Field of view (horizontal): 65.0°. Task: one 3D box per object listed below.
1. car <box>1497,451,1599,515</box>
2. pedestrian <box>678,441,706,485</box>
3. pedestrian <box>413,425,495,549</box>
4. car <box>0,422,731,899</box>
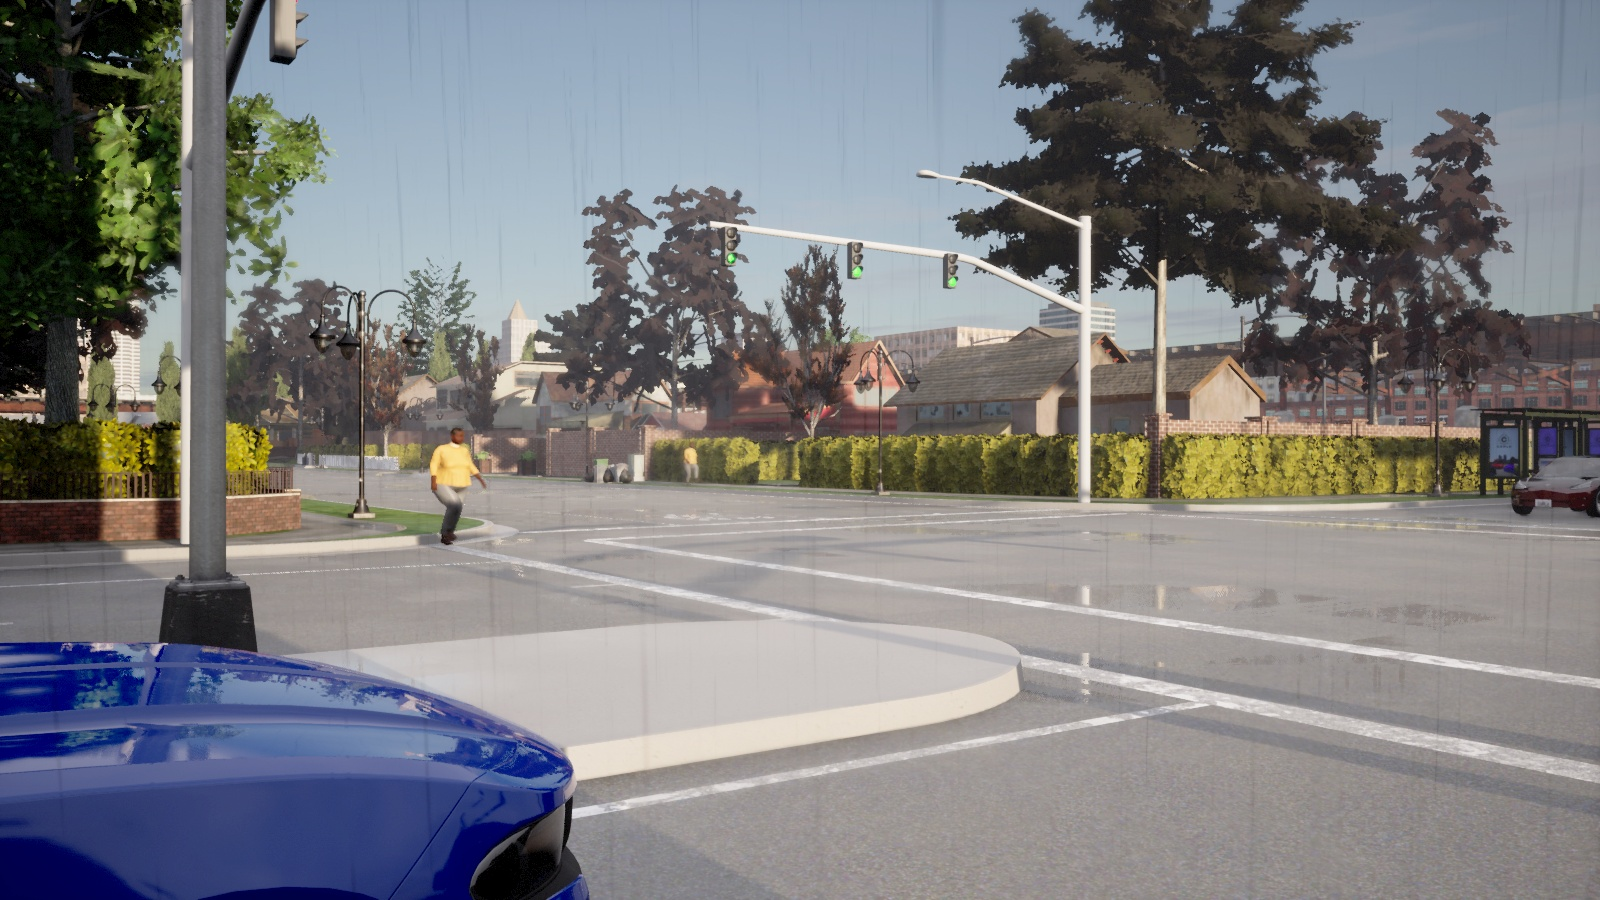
[{"bbox_3d":[19.779,0.780,31.474,4.792,1.488,2.163,0,0,-35],"label":"car"},{"bbox_3d":[-4.556,0.549,52.998,0.874,1.855,0.900,0,0,-34],"label":"pedestrian"},{"bbox_3d":[-5.350,0.559,19.408,0.900,1.855,0.874,0,0,43],"label":"pedestrian"},{"bbox_3d":[-2.727,0.733,1.760,5.008,1.535,1.882,0,0,-35],"label":"car"}]
